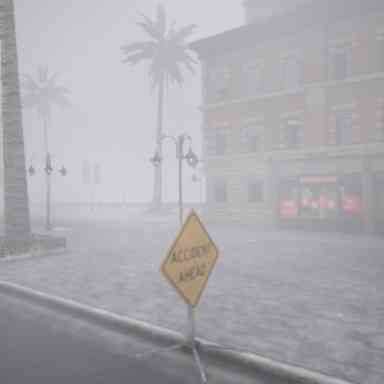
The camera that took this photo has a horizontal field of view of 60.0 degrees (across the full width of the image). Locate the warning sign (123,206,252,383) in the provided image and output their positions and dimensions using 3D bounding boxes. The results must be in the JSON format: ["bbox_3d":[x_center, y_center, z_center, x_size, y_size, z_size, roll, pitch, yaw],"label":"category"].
[{"bbox_3d":[-0.017,1.141,4.249,1.060,1.860,1.300,-1,0,35],"label":"warning sign"}]
